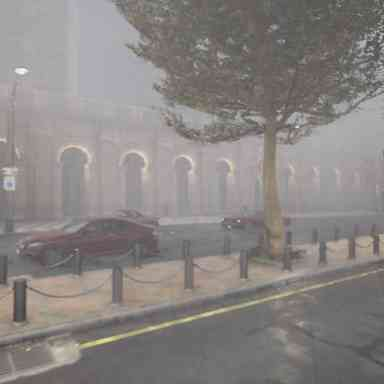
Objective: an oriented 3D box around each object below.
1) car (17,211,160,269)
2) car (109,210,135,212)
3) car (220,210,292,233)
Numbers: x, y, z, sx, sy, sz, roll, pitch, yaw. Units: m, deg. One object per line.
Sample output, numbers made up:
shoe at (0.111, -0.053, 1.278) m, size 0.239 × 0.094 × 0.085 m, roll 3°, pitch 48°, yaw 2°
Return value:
car at (-3.356, 1.567, 11.410) m, size 4.674 × 1.442 × 1.812 m, roll 1°, pitch -1°, yaw -35°
car at (-4.284, 1.678, 18.919) m, size 4.718 × 1.301 × 1.895 m, roll 1°, pitch 0°, yaw -36°
car at (4.045, 1.778, 20.894) m, size 4.718 × 1.301 × 1.895 m, roll 1°, pitch 0°, yaw -35°
